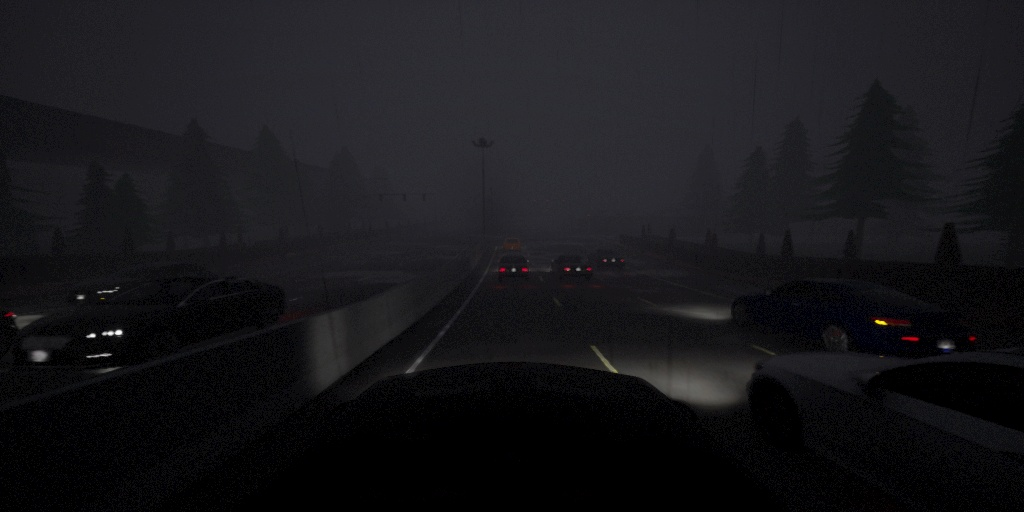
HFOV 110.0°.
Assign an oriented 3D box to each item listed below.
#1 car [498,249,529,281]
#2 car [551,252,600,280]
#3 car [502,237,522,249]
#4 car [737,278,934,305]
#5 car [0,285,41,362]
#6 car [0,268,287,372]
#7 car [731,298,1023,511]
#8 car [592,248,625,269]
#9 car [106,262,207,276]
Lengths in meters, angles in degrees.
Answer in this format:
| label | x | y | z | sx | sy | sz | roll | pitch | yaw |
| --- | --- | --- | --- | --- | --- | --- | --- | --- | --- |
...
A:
| label | x | y | z | sx | sy | sz | roll | pitch | yaw |
| --- | --- | --- | --- | --- | --- | --- | --- | --- | --- |
| car | 0.086 | 0.605 | 21.849 | 2.033 | 1.411 | 5.357 | 0 | 4 | 0 |
| car | 3.587 | 0.584 | 22.121 | 2.033 | 1.411 | 5.357 | 0 | 4 | -1 |
| car | 0.002 | -1.245 | 38.224 | 1.882 | 1.535 | 5.008 | 0 | 7 | 0 |
| car | 7.097 | 1.229 | 8.169 | 1.812 | 1.442 | 4.674 | 0 | 1 | 0 |
| car | -10.597 | 1.303 | 5.214 | 1.994 | 1.385 | 4.181 | 0 | 0 | 0 |
| car | -7.095 | 1.200 | 7.827 | 2.128 | 1.511 | 4.902 | 0 | 1 | 0 |
| car | 3.599 | 1.275 | 2.167 | 1.812 | 1.442 | 4.674 | 0 | 0 | 0 |
| car | 7.063 | 0.108 | 27.480 | 2.033 | 1.411 | 5.357 | 0 | 6 | 0 |
| car | -14.080 | 1.027 | 14.123 | 1.837 | 1.490 | 4.892 | 0 | 2 | 0 |
